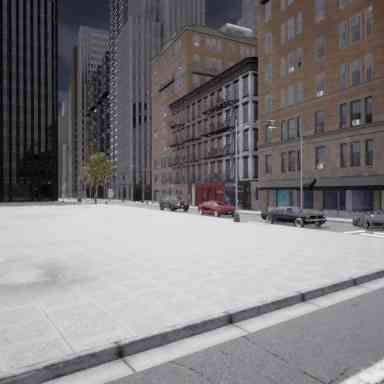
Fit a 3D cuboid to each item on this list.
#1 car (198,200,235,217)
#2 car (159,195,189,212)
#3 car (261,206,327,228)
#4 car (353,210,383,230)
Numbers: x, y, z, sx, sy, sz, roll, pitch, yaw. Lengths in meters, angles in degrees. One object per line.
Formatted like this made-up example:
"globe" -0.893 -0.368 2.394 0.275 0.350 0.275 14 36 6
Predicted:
"car" 2.321 1.608 32.490 1.882 1.535 5.008 0 0 -26
"car" -2.360 1.412 42.017 2.150 2.045 5.566 0 0 -27
"car" 6.953 1.676 23.092 1.895 1.301 4.718 0 0 -26
"car" 11.911 1.602 19.740 1.994 1.385 4.181 -1 0 -40
